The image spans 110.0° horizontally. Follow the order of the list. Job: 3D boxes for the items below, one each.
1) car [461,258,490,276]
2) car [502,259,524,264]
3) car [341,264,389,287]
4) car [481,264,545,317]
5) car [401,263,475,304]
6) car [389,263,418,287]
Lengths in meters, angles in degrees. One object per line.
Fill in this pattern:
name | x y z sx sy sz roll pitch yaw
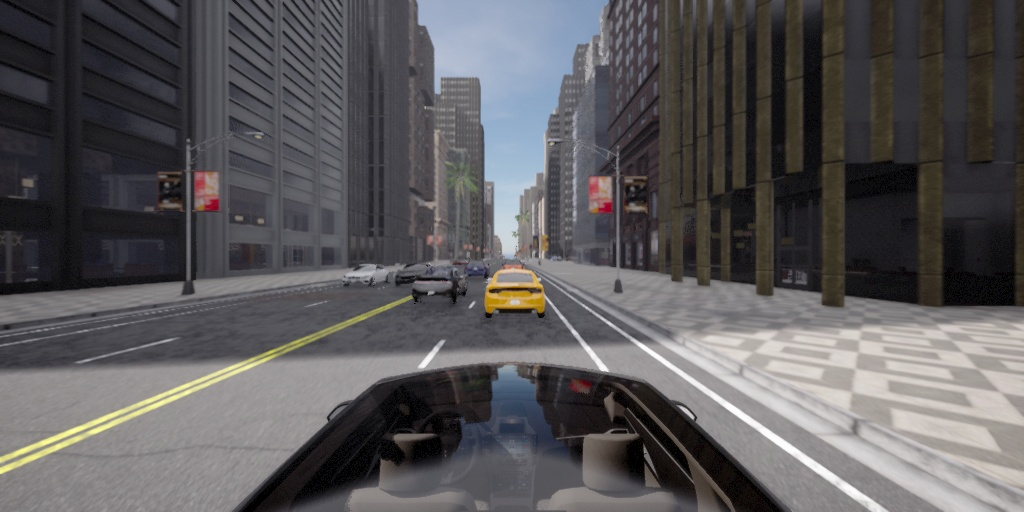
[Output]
car | -3.144 1.090 33.134 2.097 1.767 4.553 0 0 0
car | 0.106 1.090 33.133 2.097 1.767 4.553 0 0 0
car | -9.845 1.267 24.578 1.812 1.442 4.674 0 0 0
car | 0.095 1.223 13.142 1.882 1.535 5.008 0 0 0
car | -3.148 1.236 16.371 2.128 1.511 4.902 0 0 0
car | -6.595 1.246 24.773 1.837 1.490 4.892 0 0 0
